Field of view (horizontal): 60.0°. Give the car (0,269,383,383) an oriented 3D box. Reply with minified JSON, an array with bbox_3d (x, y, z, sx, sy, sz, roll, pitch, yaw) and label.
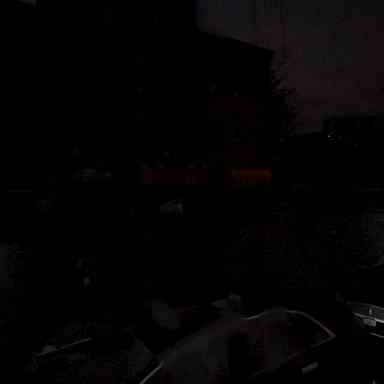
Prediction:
[{"bbox_3d":[-0.225,1.550,2.674,4.403,1.369,2.008,0,-2,-35],"label":"car"}]

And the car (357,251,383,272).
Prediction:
[{"bbox_3d":[4.214,1.549,5.835,4.403,1.369,2.008,0,-2,-35],"label":"car"}]
